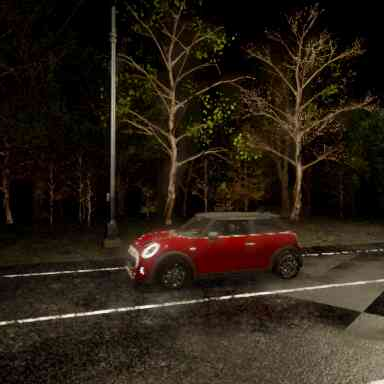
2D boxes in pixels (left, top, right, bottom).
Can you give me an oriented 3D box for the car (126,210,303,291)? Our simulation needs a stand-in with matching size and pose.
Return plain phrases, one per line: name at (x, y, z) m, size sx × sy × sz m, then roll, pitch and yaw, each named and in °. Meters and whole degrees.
car at (0.587, 1.337, 8.890) m, size 4.553 × 1.767 × 2.097 m, roll 0°, pitch 0°, yaw -19°
